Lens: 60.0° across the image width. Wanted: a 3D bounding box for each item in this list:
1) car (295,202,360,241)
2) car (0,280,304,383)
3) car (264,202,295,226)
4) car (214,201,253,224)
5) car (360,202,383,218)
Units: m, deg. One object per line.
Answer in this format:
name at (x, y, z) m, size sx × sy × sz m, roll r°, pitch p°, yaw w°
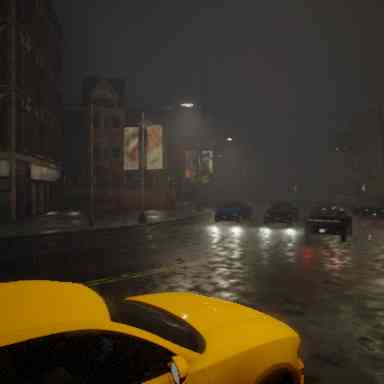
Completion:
car at (6.961, 1.483, 16.776) m, size 2.128 × 1.511 × 4.902 m, roll 0°, pitch 0°, yaw 30°
car at (-1.183, 1.475, 2.485) m, size 5.008 × 1.535 × 1.882 m, roll 0°, pitch 0°, yaw -37°
car at (6.456, 1.464, 23.652) m, size 1.882 × 1.535 × 5.008 m, roll 0°, pitch 0°, yaw 23°
car at (3.211, 1.460, 24.967) m, size 1.882 × 1.535 × 5.008 m, roll 0°, pitch 0°, yaw 24°
car at (15.919, 1.586, 30.262) m, size 1.895 × 1.301 × 4.718 m, roll 0°, pitch 0°, yaw 13°
